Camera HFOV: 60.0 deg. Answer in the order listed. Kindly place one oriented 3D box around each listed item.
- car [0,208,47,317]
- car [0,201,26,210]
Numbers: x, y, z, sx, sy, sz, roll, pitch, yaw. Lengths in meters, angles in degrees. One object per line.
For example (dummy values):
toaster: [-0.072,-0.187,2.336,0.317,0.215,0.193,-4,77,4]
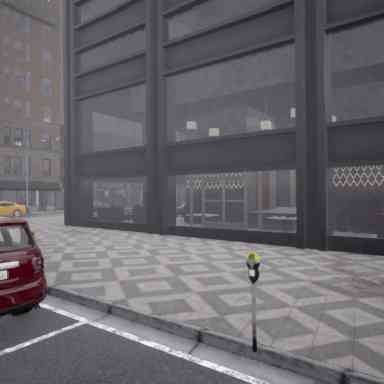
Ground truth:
car: [-4.778,1.317,6.267,5.009,1.841,2.192,0,-1,35]
car: [-18.286,1.642,31.184,1.882,1.535,5.008,-1,-1,36]
